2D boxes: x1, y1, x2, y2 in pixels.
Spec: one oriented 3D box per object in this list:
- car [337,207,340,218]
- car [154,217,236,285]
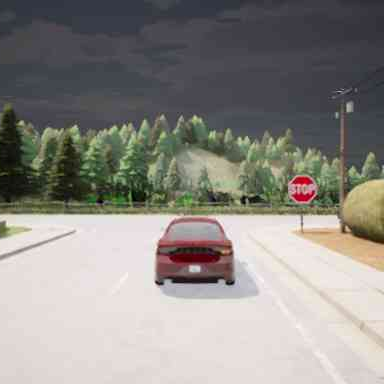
[{"bbox_3d":[12.577,1.380,22.857,4.892,1.490,1.837,0,0,0],"label":"car"},{"bbox_3d":[0.077,1.441,9.396,1.882,1.535,5.008,0,0,0],"label":"car"}]
